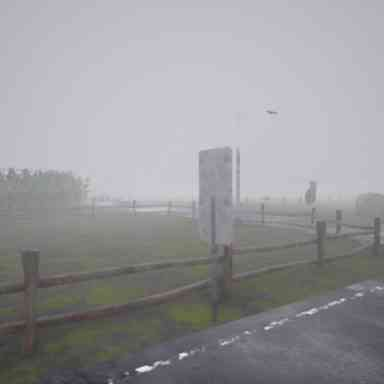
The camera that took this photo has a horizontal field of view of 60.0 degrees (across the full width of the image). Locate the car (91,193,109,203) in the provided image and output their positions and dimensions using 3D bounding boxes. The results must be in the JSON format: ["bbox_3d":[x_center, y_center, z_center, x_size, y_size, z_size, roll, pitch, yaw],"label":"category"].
[{"bbox_3d":[-15.969,0.939,58.095,2.097,1.767,4.553,-1,1,-36],"label":"car"}]

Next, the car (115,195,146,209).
[{"bbox_3d":[-7.473,1.279,41.629,1.812,1.442,4.674,-1,1,-36],"label":"car"}]

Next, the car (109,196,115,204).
[{"bbox_3d":[-10.227,1.206,50.310,2.033,1.411,5.357,-1,1,-36],"label":"car"}]
